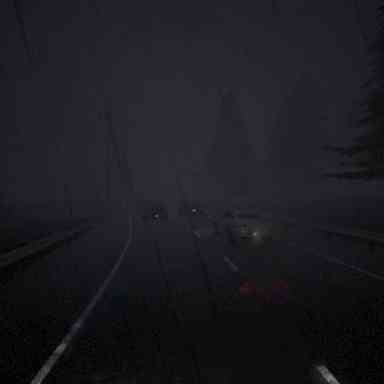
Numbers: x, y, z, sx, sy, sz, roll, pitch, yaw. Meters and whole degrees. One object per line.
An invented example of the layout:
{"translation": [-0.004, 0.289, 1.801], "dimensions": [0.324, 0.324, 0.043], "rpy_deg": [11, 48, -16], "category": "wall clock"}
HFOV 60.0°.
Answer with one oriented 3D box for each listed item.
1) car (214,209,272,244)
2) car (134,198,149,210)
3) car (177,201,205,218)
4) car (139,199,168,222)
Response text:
{"translation": [2.300, 1.507, 15.750], "dimensions": [1.812, 1.442, 4.674], "rpy_deg": [0, 0, -8], "category": "car"}
{"translation": [-6.178, 1.479, 42.038], "dimensions": [1.837, 1.490, 4.892], "rpy_deg": [0, 0, -12], "category": "car"}
{"translation": [-0.178, 1.538, 30.141], "dimensions": [1.994, 1.385, 4.181], "rpy_deg": [0, 0, -11], "category": "car"}
{"translation": [-2.914, 1.510, 25.846], "dimensions": [1.812, 1.442, 4.674], "rpy_deg": [0, 0, -10], "category": "car"}
